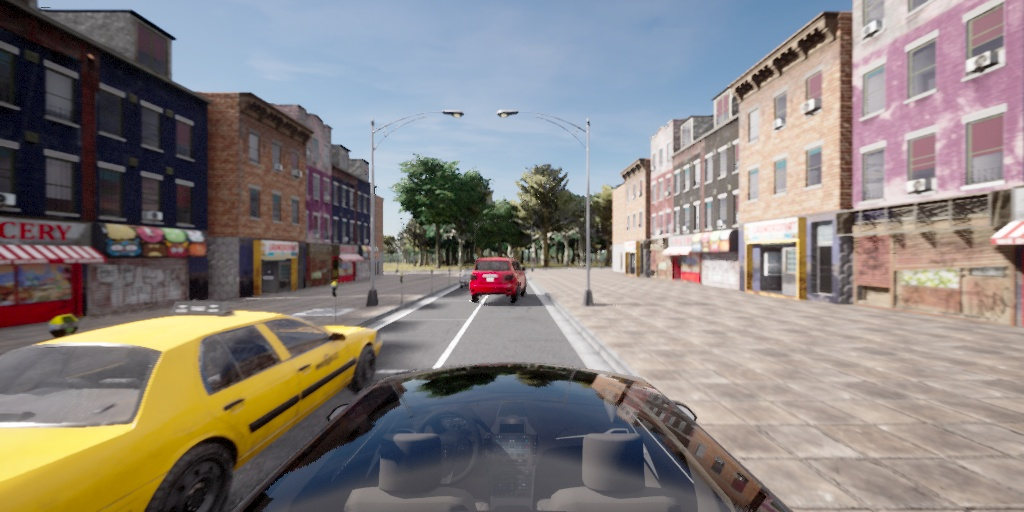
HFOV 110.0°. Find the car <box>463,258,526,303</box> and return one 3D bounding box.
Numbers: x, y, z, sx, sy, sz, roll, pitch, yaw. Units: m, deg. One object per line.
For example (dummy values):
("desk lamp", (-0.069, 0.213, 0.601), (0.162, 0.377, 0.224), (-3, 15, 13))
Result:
("car", (-0.571, 1.130, 18.142), (2.150, 2.045, 5.566), (0, 0, 8))

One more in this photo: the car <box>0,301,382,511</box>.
("car", (-3.024, 1.227, 3.781), (1.801, 1.575, 5.366), (0, -1, 0))

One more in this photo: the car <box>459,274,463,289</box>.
("car", (-2.635, 1.530, 25.312), (2.007, 1.370, 4.403), (0, 0, 0))
